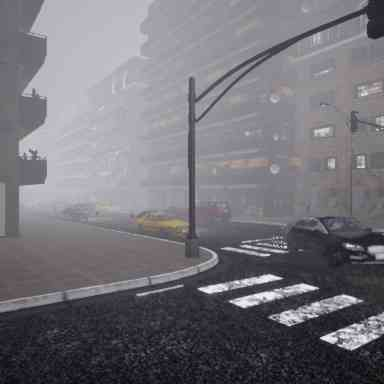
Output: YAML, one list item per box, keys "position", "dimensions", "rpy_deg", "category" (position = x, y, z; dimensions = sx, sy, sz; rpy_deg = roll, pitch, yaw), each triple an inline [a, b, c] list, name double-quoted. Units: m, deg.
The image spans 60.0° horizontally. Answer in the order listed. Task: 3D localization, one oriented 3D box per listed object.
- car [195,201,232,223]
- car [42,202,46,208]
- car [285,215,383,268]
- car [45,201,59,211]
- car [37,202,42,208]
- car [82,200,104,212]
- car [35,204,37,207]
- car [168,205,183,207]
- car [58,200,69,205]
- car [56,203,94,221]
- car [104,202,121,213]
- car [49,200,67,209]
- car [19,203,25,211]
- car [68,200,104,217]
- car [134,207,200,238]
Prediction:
- position: [1.444, 1.713, 29.638]
  dimensions: [2.192, 1.841, 5.009]
  rpy_deg: [-1, 0, -36]
  category: "car"
- position: [-31.906, 2.973, 75.405]
  dimensions: [1.947, 1.339, 4.313]
  rpy_deg: [-1, 0, -36]
  category: "car"
- position: [4.964, 1.601, 11.774]
  dimensions: [2.128, 1.511, 4.902]
  rpy_deg: [0, -1, -9]
  category: "car"
- position: [-25.285, 2.755, 62.001]
  dimensions: [1.895, 1.301, 4.718]
  rpy_deg: [0, -1, -36]
  category: "car"
- position: [-35.243, 3.049, 79.983]
  dimensions: [1.887, 1.381, 4.507]
  rpy_deg: [-1, 0, -36]
  category: "car"
- position: [-16.462, 2.307, 55.009]
  dimensions: [2.097, 1.767, 4.553]
  rpy_deg: [0, -1, -36]
  category: "car"
- position: [-38.573, 3.168, 84.563]
  dimensions: [1.947, 1.339, 4.313]
  rpy_deg: [-1, 0, -36]
  category: "car"
- position: [-2.714, 1.958, 25.600]
  dimensions: [1.994, 1.385, 4.181]
  rpy_deg: [0, -1, -36]
  category: "car"
- position: [-19.603, 2.530, 54.206]
  dimensions: [2.033, 1.411, 5.357]
  rpy_deg: [0, -1, -36]
  category: "car"
- position: [-11.930, 2.163, 33.825]
  dimensions: [1.887, 1.381, 4.507]
  rpy_deg: [-1, 0, -36]
  category: "car"
- position: [-12.437, 2.290, 49.550]
  dimensions: [1.801, 1.575, 5.366]
  rpy_deg: [0, -1, -36]
  category: "car"
- position: [-28.577, 2.623, 70.829]
  dimensions: [2.192, 1.841, 5.009]
  rpy_deg: [-1, 0, -36]
  category: "car"
- position: [-31.946, 2.770, 61.287]
  dimensions: [1.887, 1.381, 4.507]
  rpy_deg: [-1, 0, -36]
  category: "car"
- position: [-12.457, 2.045, 38.995]
  dimensions: [2.097, 1.767, 4.553]
  rpy_deg: [0, -1, -36]
  category: "car"
- position: [-1.823, 1.833, 19.956]
  dimensions: [1.752, 1.417, 4.829]
  rpy_deg: [-1, 0, -36]
  category: "car"
